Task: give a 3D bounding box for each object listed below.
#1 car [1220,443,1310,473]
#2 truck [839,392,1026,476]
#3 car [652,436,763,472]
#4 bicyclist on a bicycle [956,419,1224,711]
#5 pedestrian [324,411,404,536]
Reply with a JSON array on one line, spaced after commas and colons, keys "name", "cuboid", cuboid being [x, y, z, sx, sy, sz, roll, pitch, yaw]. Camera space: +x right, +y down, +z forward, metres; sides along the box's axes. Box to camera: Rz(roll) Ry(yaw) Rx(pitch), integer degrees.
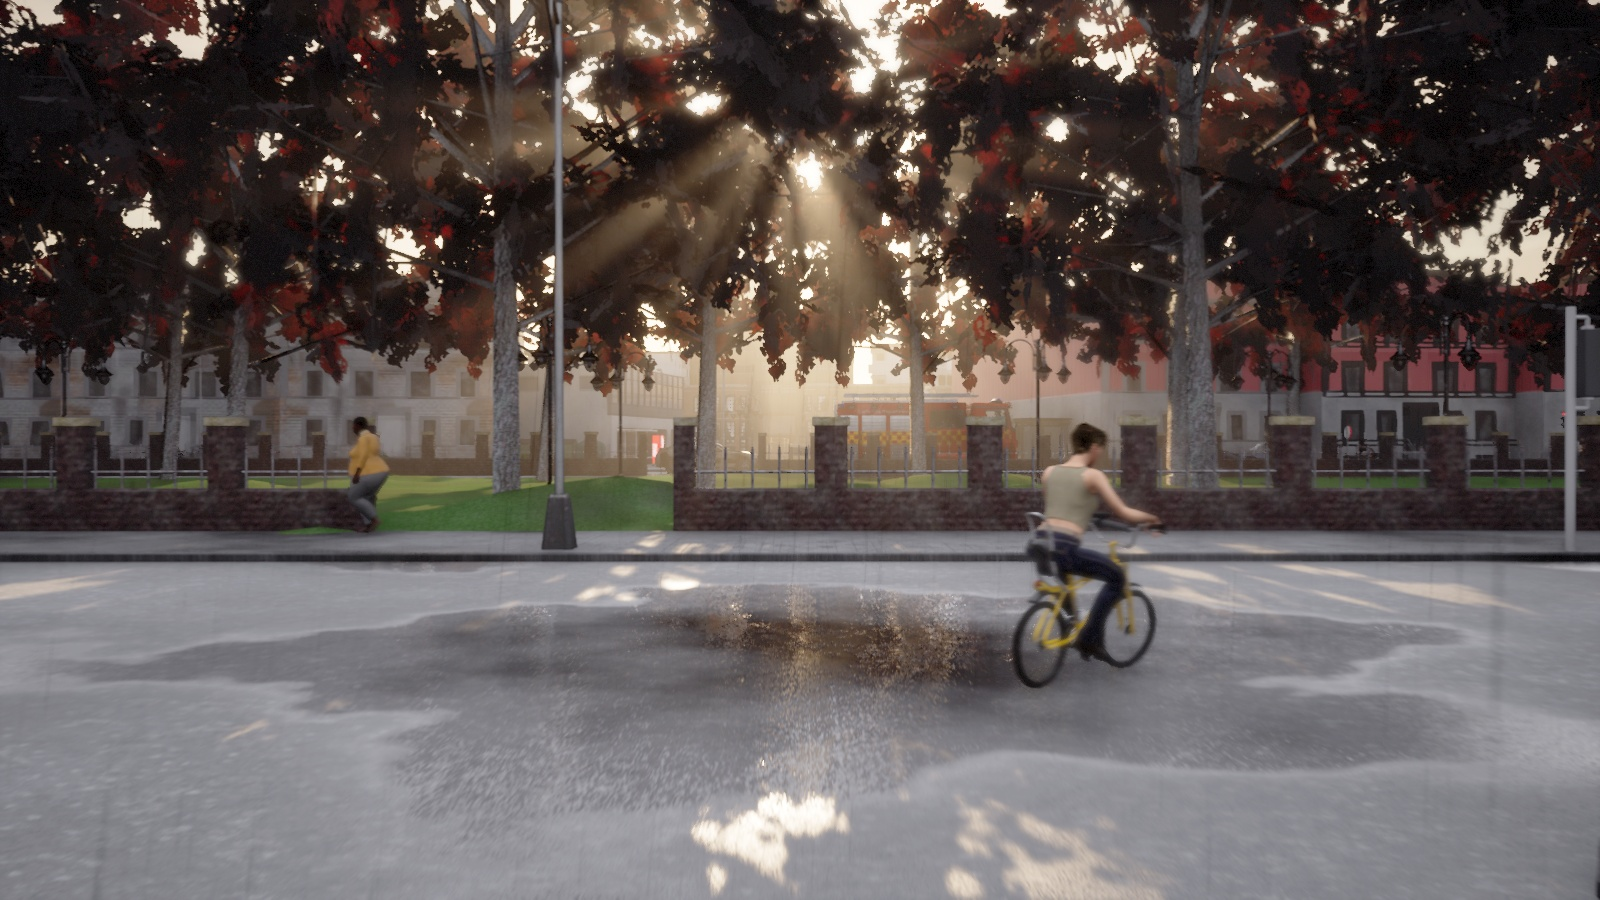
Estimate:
[{"name": "car", "cuboid": [23.230, 0.377, 62.818, 3.806, 1.475, 1.970, 0, 0, 0]}, {"name": "truck", "cuboid": [6.082, -0.745, 58.888, 8.468, 3.827, 2.891, 0, 0, 0]}, {"name": "car", "cuboid": [-4.307, 0.189, 58.942, 5.027, 1.651, 2.152, 0, 0, 1]}, {"name": "bicyclist on a bicycle", "cuboid": [1.834, 0.640, 7.867, 1.509, 1.612, 0.866, 0, 3, -43]}, {"name": "pedestrian", "cuboid": [-6.592, 0.344, 19.013, 0.900, 1.855, 0.874, 0, 0, 0]}]
